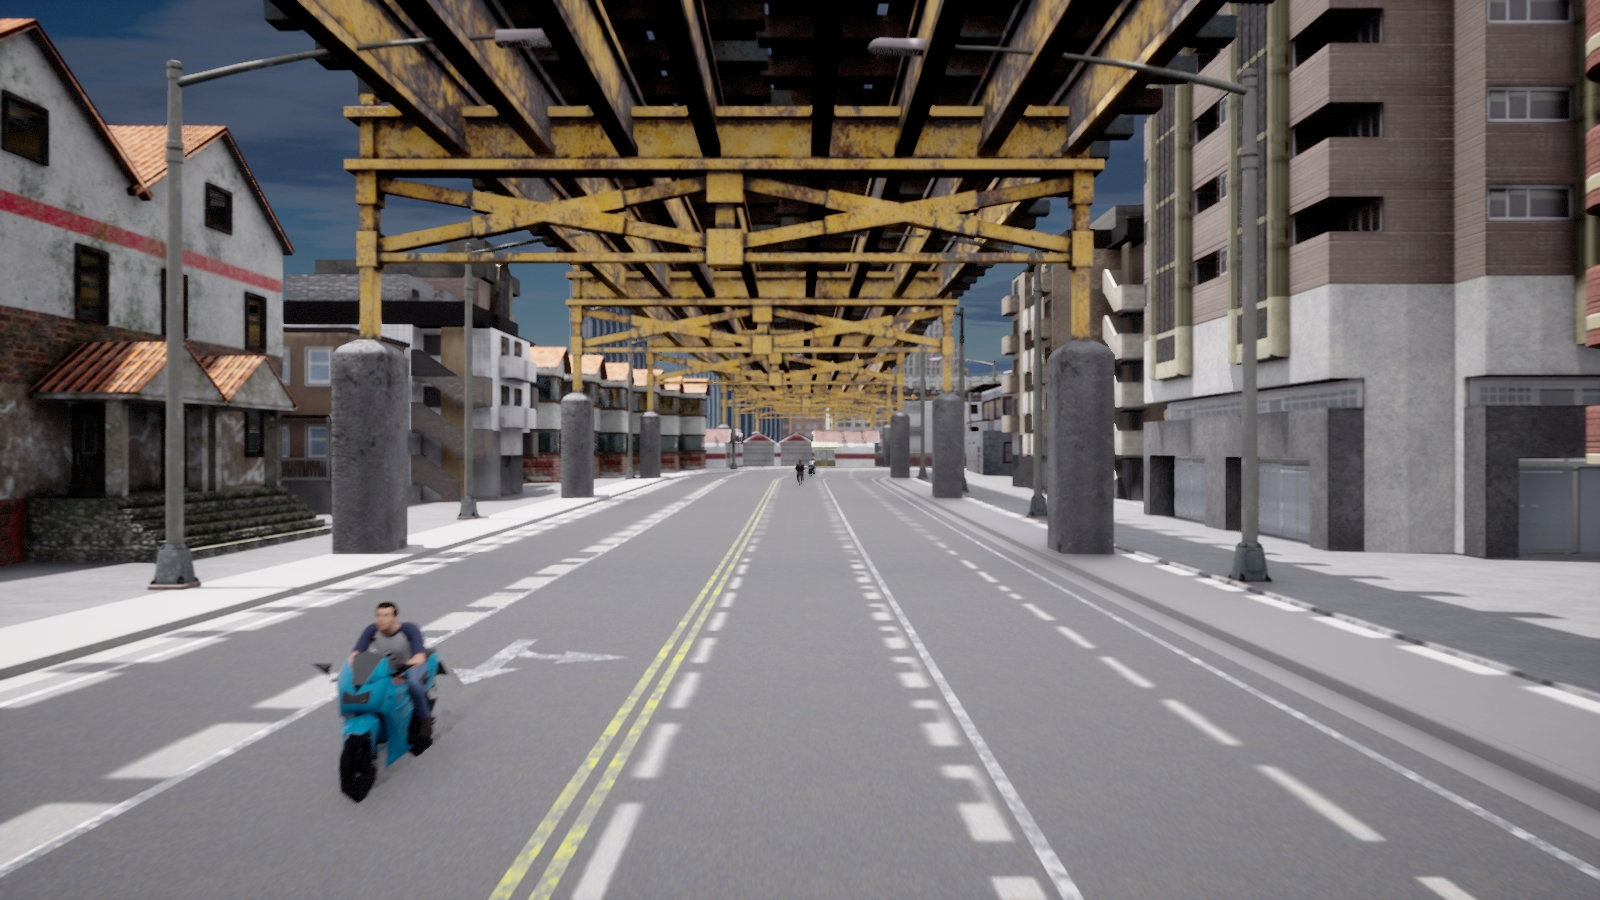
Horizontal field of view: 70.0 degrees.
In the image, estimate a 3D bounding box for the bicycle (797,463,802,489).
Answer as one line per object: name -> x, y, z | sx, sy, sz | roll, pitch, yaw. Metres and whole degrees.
bicycle -> -0.018, 1.600, 70.716 | 0.329, 1.496, 1.835 | 0, 1, 0
